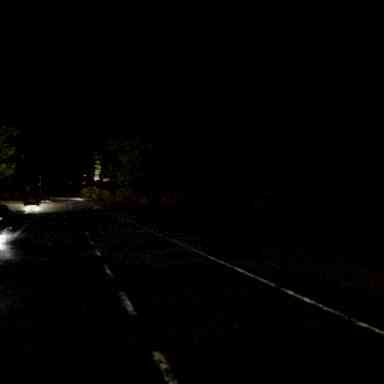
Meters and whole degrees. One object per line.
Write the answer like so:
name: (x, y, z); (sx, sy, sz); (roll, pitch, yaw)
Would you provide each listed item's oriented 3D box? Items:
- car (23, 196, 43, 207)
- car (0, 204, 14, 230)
car: (-23.175, 1.409, 48.249); (1.994, 1.385, 4.181); (2, 0, -22)
car: (-12.601, 1.534, 21.152); (1.837, 1.490, 4.892); (0, 0, -21)
